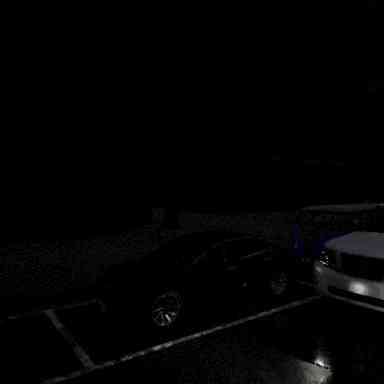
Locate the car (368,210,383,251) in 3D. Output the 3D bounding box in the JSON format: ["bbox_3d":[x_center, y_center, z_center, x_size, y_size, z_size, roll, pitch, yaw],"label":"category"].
[{"bbox_3d":[9.011,1.394,13.022,4.829,1.417,1.752,-1,0,-35],"label":"car"}]

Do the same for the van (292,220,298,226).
[{"bbox_3d":[4.710,1.256,9.978,3.998,1.788,1.690,-1,0,-35],"label":"van"}]

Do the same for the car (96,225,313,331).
[{"bbox_3d":[0.274,1.528,6.837,4.313,1.339,1.947,-1,0,-35],"label":"car"}]

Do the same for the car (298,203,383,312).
[{"bbox_3d":[4.895,1.151,6.845,5.566,2.045,2.150,-1,0,-35],"label":"car"}]
